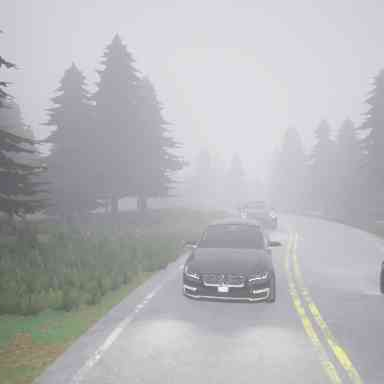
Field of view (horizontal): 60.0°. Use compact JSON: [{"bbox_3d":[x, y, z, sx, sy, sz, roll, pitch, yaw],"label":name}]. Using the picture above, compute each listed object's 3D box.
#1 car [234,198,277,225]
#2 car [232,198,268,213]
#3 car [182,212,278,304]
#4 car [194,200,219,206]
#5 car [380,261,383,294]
[{"bbox_3d":[3.844,1.271,20.347,2.097,1.767,4.553,-1,0,5],"label":"car"},{"bbox_3d":[6.147,1.412,35.720,1.837,1.490,4.892,2,-1,-16],"label":"car"},{"bbox_3d":[1.077,1.496,8.390,1.837,1.490,4.892,-1,0,12],"label":"car"},{"bbox_3d":[1.849,1.799,44.838,1.812,1.442,4.674,3,-5,-35],"label":"car"},{"bbox_3d":[4.486,1.309,4.625,2.097,1.767,4.553,-1,0,8],"label":"car"}]
